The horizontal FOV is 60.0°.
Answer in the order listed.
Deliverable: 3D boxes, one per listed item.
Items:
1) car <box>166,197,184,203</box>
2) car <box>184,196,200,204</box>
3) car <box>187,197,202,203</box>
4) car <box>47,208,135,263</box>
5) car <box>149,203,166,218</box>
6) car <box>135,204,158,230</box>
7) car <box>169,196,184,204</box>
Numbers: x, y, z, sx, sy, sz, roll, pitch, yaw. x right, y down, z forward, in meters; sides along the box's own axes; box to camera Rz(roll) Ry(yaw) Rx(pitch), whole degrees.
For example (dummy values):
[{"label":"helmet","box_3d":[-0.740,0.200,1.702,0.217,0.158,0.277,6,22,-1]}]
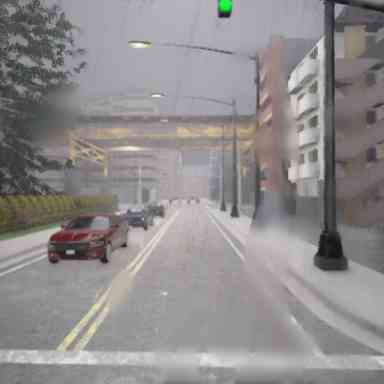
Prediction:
[{"label":"car","box_3d":[-3.629,1.631,71.508,1.853,1.218,4.536,0,0,25]},{"label":"car","box_3d":[0.510,1.777,71.153,2.038,1.542,4.974,0,0,-20]},{"label":"car","box_3d":[0.492,1.620,71.202,1.853,1.218,4.536,0,0,-20]},{"label":"car","box_3d":[-3.603,1.528,12.369,1.882,1.535,5.008,0,0,0]},{"label":"car","box_3d":[-3.571,1.708,31.764,1.994,1.385,4.181,0,0,0]},{"label":"car","box_3d":[-3.598,1.697,21.739,1.895,1.301,4.718,0,0,0]},{"label":"car","box_3d":[-3.650,1.789,71.460,2.038,1.542,4.974,0,0,25]}]
